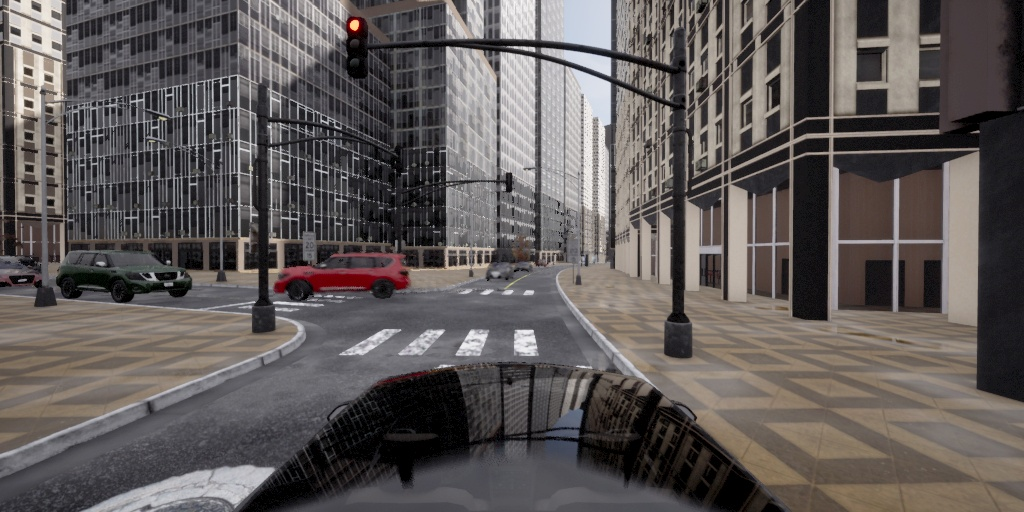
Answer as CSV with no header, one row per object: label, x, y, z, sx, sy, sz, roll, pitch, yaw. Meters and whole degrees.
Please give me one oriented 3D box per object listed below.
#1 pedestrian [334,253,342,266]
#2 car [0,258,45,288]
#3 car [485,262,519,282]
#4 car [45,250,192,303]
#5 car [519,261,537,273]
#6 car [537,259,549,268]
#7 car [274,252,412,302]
pedestrian,-9.580,0.716,19.439,0.375,1.860,0.375,0,0,16
car,-25.803,0.981,18.032,4.181,1.385,1.994,1,1,16
car,-0.957,1.280,30.135,2.128,1.511,4.902,0,0,7
car,-16.617,0.770,15.376,5.566,2.045,2.150,1,1,17
car,1.526,1.406,45.951,2.033,1.411,5.357,0,0,11
car,5.185,1.233,61.751,1.882,1.535,5.008,0,0,15
car,-7.425,0.865,16.300,5.566,2.045,2.150,1,2,-17
